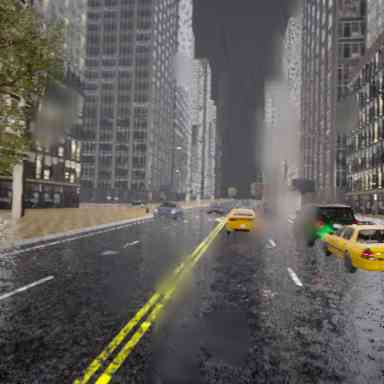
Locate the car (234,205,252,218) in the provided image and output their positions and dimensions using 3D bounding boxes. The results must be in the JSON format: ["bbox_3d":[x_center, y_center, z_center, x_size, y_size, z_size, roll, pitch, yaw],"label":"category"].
[{"bbox_3d":[6.020,2.243,39.208,1.994,1.385,4.181,2,-1,9],"label":"car"}]

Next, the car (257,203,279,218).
[{"bbox_3d":[9.545,2.153,41.007,2.097,1.767,4.553,1,-1,9],"label":"car"}]

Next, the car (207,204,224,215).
[{"bbox_3d":[3.100,2.190,42.729,2.033,1.411,5.357,1,-1,9],"label":"car"}]

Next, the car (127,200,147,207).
[{"bbox_3d":[-11.751,2.425,71.607,4.403,1.369,2.008,1,-1,8],"label":"car"}]

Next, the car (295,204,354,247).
[{"bbox_3d":[6.808,1.642,17.296,2.150,2.045,5.566,2,-1,9],"label":"car"}]

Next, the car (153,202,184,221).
[{"bbox_3d":[-2.066,1.692,30.715,2.097,1.767,4.553,2,-1,9],"label":"car"}]

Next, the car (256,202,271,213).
[{"bbox_3d":[11.366,2.489,53.137,1.882,1.535,5.008,2,-1,9],"label":"car"}]

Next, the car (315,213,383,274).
[{"bbox_3d":[5.907,1.773,11.521,1.801,1.575,5.366,2,-1,9],"label":"car"}]

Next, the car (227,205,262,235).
[{"bbox_3d":[3.335,1.855,21.802,1.882,1.535,5.008,2,-1,9],"label":"car"}]
